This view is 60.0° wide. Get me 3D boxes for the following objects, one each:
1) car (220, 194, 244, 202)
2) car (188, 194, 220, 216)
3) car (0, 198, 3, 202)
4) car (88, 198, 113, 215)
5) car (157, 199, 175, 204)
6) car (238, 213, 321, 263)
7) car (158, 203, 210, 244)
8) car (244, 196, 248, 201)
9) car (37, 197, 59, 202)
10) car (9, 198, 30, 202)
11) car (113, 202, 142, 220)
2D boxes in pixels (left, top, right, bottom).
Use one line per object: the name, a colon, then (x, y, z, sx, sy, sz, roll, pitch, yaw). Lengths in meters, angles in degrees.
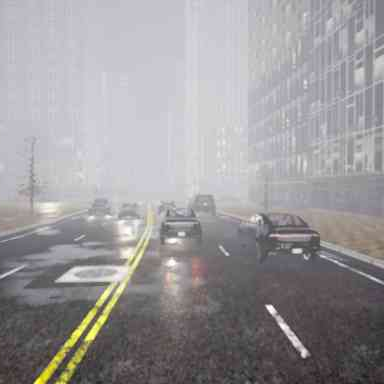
car: (8.415, 1.485, 74.570, 5.009, 1.841, 2.192, 0, 0, -6)
car: (0.896, 1.224, 32.757, 2.150, 2.045, 5.566, 0, 0, -7)
car: (-41.562, 1.480, 68.890, 4.313, 1.339, 1.947, 0, 0, -6)
car: (-9.301, 1.394, 34.178, 2.097, 1.767, 4.553, 0, 0, -7)
car: (-2.565, 1.508, 34.157, 2.128, 1.511, 4.902, 0, 0, -7)
car: (2.916, 1.489, 12.034, 2.128, 1.511, 4.902, 0, 0, -3)
car: (-0.601, 1.500, 15.979, 2.128, 1.511, 4.902, 0, 0, -4)
car: (12.904, 1.589, 83.513, 4.829, 1.417, 1.752, 0, 0, -6)
car: (-30.253, 1.540, 70.057, 4.313, 1.339, 1.947, 0, 0, -6)
car: (-35.907, 1.527, 69.453, 4.206, 1.307, 1.802, 0, 0, -6)
car: (-5.399, 1.575, 29.288, 2.033, 1.411, 5.357, 0, 0, -7)
